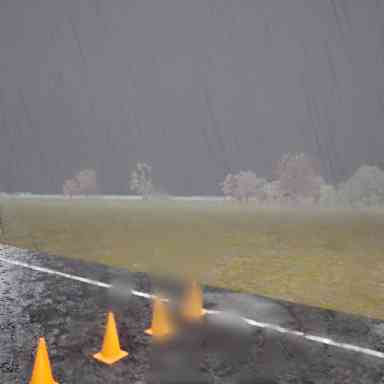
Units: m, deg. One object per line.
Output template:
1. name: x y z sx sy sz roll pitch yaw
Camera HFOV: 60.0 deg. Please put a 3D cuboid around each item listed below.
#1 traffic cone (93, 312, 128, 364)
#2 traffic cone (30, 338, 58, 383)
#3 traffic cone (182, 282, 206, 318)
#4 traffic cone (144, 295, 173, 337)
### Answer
1. traffic cone: -1.123 1.962 4.587 0.340 0.580 0.340 0 0 36
2. traffic cone: -1.706 1.957 3.775 0.340 0.580 0.340 0 0 36
3. traffic cone: 0.045 1.971 6.211 0.340 0.580 0.340 0 0 36
4. traffic cone: -0.539 1.966 5.399 0.340 0.580 0.340 0 0 36
